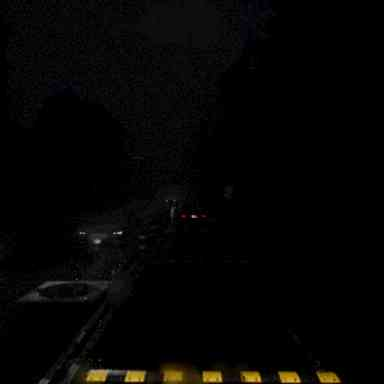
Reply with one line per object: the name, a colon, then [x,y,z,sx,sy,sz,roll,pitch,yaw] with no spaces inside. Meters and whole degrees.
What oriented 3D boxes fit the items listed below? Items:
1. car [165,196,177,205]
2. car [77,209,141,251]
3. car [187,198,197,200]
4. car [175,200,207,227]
car: [-3.534,1.351,57.333,1.882,1.535,5.008,0,0,0]
car: [-3.359,1.490,14.246,2.128,1.511,4.902,0,0,0]
car: [-0.019,1.478,42.791,2.033,1.411,5.357,0,0,0]
car: [0.076,1.534,22.682,2.033,1.411,5.357,0,0,0]
